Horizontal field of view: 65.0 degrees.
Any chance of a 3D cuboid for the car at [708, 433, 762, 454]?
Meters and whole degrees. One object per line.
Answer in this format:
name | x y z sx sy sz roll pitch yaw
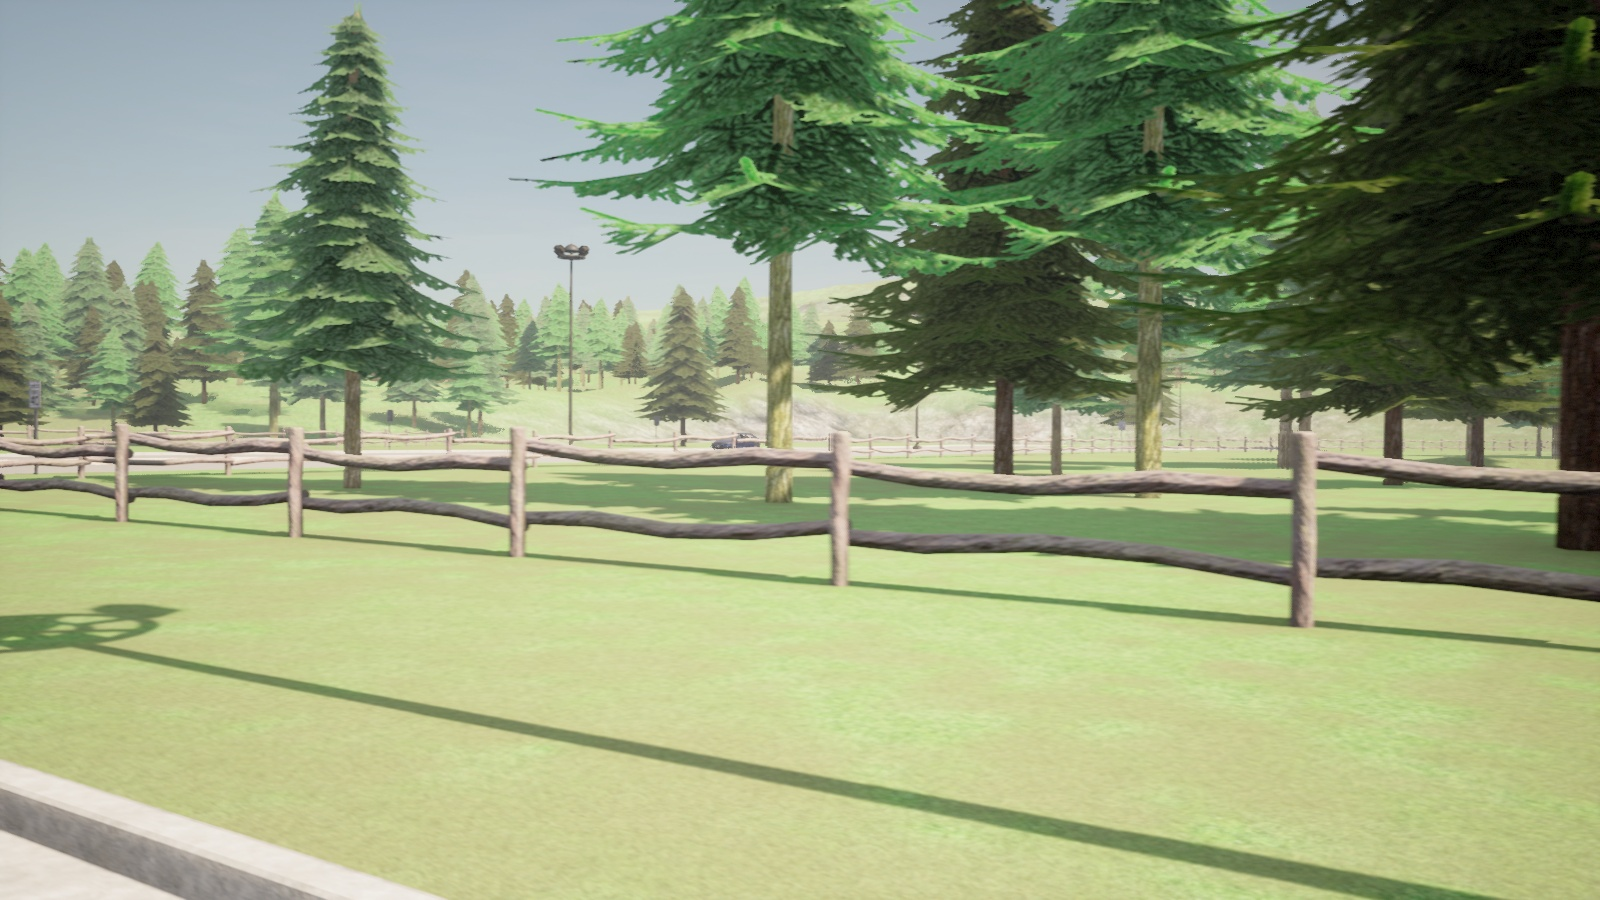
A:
car | -4.737 -0.472 92.286 1.816 1.474 4.193 0 1 34
